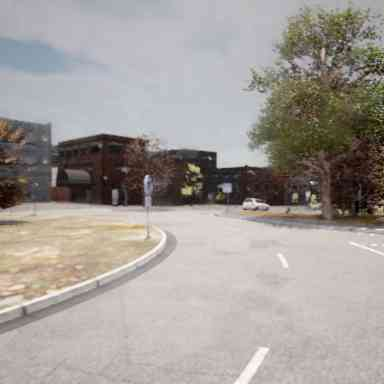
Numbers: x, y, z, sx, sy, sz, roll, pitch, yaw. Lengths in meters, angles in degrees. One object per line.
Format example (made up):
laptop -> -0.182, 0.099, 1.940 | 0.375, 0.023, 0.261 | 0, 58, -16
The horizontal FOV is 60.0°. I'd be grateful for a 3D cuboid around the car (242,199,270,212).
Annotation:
car -> 10.054, 2.145, 52.010 | 2.150, 2.045, 5.566 | 0, -3, 40
